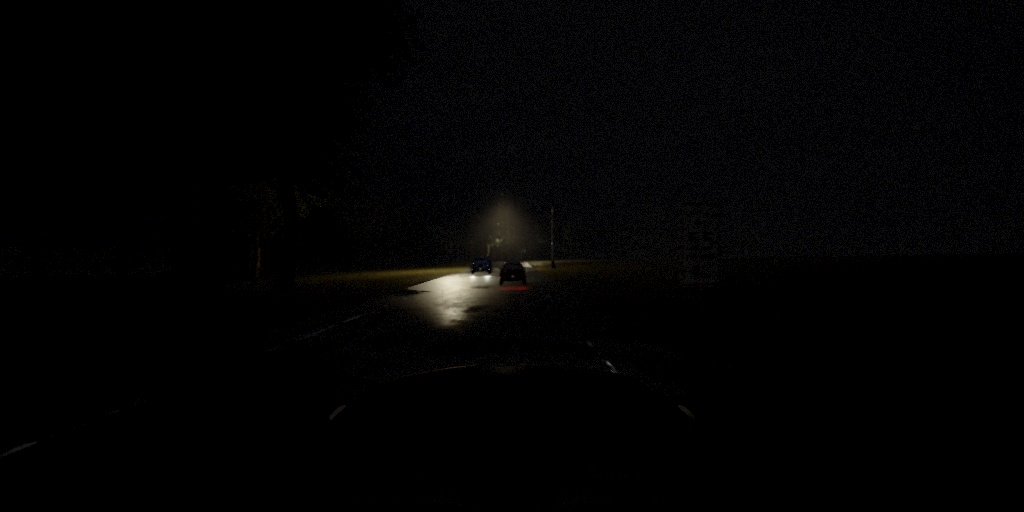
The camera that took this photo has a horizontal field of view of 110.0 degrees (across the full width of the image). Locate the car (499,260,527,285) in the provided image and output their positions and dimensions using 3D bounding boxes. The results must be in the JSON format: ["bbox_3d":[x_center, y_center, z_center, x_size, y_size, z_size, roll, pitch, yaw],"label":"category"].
[{"bbox_3d":[0.067,1.248,26.900,1.882,1.535,5.008,-1,0,0],"label":"car"}]

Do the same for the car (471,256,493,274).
[{"bbox_3d":[-3.411,1.015,41.434,2.150,2.045,5.566,-1,0,0],"label":"car"}]
